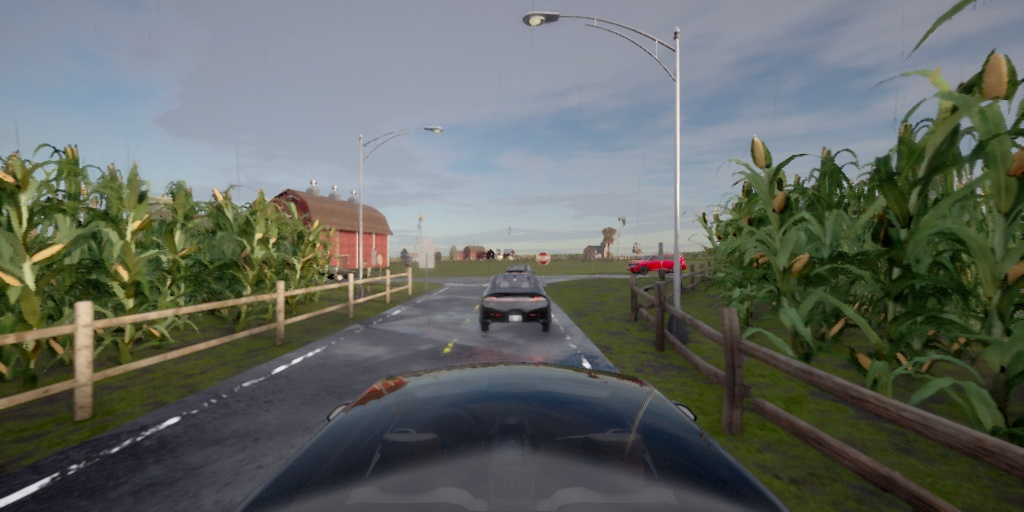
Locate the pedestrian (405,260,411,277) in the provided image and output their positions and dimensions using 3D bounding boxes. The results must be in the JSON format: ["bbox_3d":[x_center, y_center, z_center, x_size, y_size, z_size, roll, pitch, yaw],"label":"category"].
[{"bbox_3d":[-11.241,1.334,38.615,0.375,1.860,0.375,0,0,4],"label":"pedestrian"}]

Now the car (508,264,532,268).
[{"bbox_3d":[0.639,1.304,25.396,2.128,1.511,4.902,0,0,10],"label":"car"}]

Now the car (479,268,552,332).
[{"bbox_3d":[0.087,1.264,10.884,2.128,1.511,4.902,0,0,0],"label":"car"}]

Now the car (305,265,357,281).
[{"bbox_3d":[-16.916,1.552,33.172,5.008,1.535,1.882,-1,-1,5],"label":"car"}]

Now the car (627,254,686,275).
[{"bbox_3d":[14.371,0.808,35.715,5.566,2.045,2.150,-1,-1,-4],"label":"car"}]
